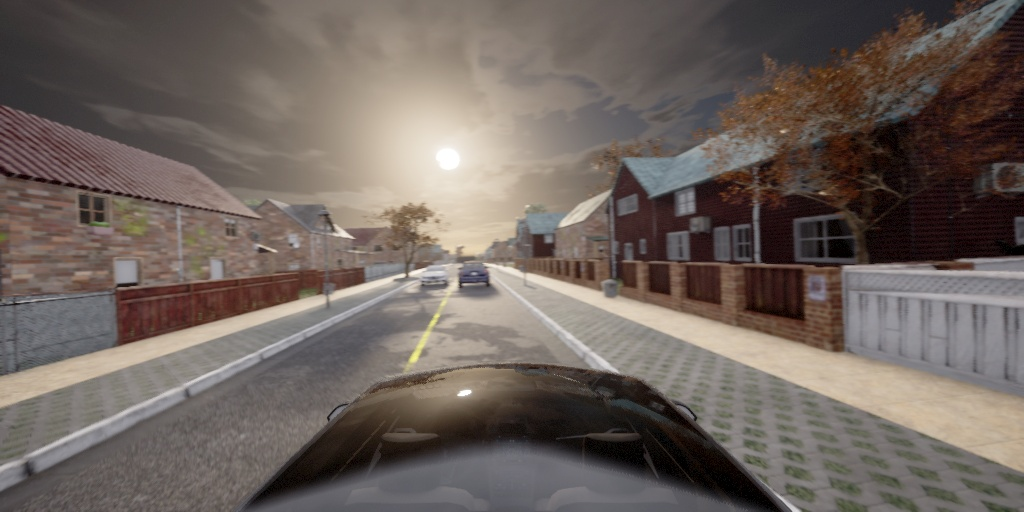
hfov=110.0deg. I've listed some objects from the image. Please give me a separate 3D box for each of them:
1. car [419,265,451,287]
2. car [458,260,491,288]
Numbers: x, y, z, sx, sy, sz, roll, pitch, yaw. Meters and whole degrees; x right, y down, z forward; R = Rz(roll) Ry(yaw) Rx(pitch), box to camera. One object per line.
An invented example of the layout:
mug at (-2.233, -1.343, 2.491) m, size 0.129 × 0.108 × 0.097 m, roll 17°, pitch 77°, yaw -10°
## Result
car at (-5.766, 1.438, 27.203) m, size 1.812 × 1.442 × 4.674 m, roll -2°, pitch 0°, yaw -7°
car at (-2.664, 1.146, 25.037) m, size 2.097 × 1.767 × 4.553 m, roll -2°, pitch 0°, yaw -7°
